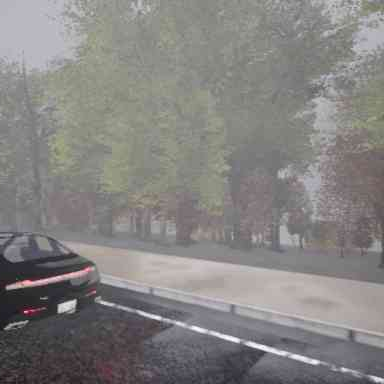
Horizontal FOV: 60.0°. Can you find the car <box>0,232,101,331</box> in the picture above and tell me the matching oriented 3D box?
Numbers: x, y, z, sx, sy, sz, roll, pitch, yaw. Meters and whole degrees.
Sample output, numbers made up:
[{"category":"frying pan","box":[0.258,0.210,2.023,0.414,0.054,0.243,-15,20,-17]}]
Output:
[{"category":"car","box":[-3.852,1.532,6.432,4.902,1.511,2.128,-1,0,36]}]
